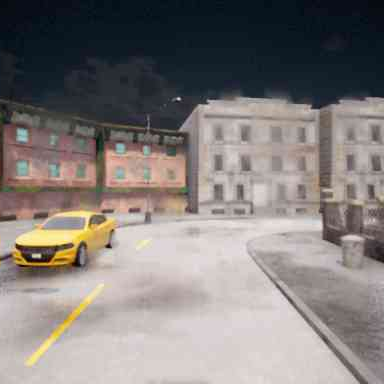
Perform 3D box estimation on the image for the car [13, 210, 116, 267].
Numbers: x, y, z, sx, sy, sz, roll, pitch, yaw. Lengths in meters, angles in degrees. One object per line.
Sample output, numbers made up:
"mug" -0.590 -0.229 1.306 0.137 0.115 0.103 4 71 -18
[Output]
"car" -4.061 1.424 11.442 1.882 1.535 5.008 0 1 3
